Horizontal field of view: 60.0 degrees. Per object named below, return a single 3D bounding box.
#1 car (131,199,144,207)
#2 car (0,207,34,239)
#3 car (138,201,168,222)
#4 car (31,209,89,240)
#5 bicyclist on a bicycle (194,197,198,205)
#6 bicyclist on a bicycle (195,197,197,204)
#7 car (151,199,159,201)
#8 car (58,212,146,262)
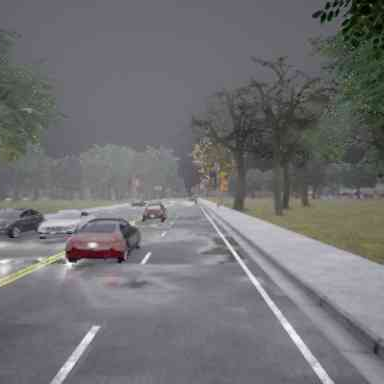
[{"bbox_3d":[-9.753,1.984,60.628,1.882,1.535,5.008,0,0,1],"label":"car"},{"bbox_3d":[-9.840,1.653,18.408,1.837,1.490,4.892,0,0,0],"label":"car"},{"bbox_3d":[-3.136,1.756,28.644,1.812,1.442,4.674,0,0,0],"label":"car"},{"bbox_3d":[-6.580,1.671,18.046,1.812,1.442,4.674,0,0,0],"label":"car"},{"bbox_3d":[0.925,2.052,73.303,0.866,1.612,1.509,0,-1,0],"label":"bicyclist on a bicycle"},{"bbox_3d":[0.934,2.149,82.305,0.582,1.620,1.656,0,-1,0],"label":"bicyclist on a bicycle"},{"bbox_3d":[-6.515,2.012,58.456,1.812,1.442,4.674,0,0,1],"label":"car"},{"bbox_3d":[-3.144,1.665,12.541,1.994,1.385,4.181,0,0,0],"label":"car"}]
